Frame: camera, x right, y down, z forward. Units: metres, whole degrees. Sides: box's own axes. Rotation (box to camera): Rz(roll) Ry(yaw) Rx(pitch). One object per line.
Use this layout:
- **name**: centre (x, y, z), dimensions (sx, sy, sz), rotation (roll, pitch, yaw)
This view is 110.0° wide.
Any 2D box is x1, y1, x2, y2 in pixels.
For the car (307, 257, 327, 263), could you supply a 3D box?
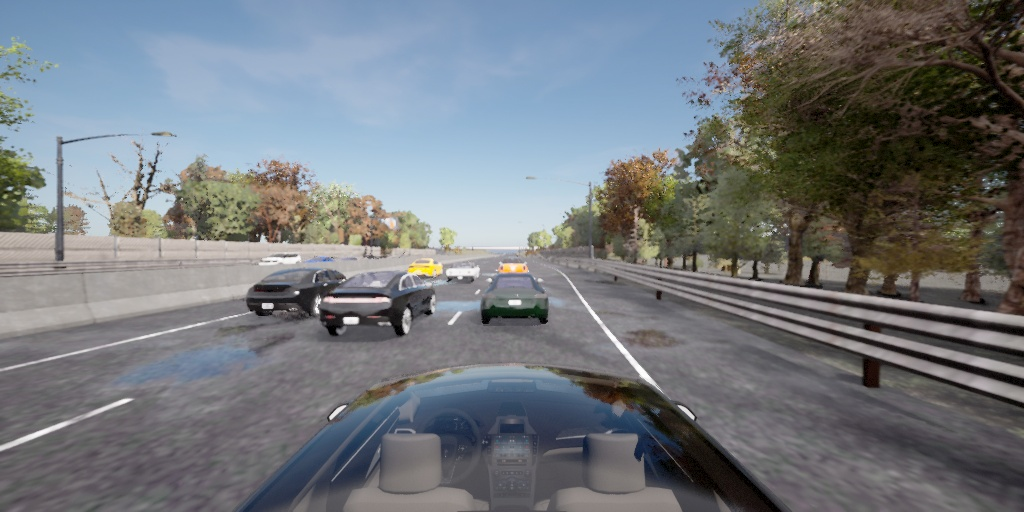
- **car**: centre (-24.570, 0.818, 46.028), dimensions (1.882, 1.535, 5.008), rotation (0, 0, 0)

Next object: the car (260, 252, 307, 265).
- **car**: centre (-28.049, 0.581, 43.763), dimensions (2.150, 2.045, 5.566), rotation (0, 0, 0)

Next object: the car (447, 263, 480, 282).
- **car**: centre (-3.418, 1.122, 25.874), dimensions (1.895, 1.301, 4.718), rotation (0, 1, 0)

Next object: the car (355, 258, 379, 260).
- **car**: centre (-17.581, 0.950, 45.104), dimensions (1.895, 1.301, 4.718), rotation (0, 0, 0)

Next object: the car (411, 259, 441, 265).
- **car**: centre (-6.910, 0.968, 29.097), dimensions (1.882, 1.535, 5.008), rotation (0, 1, 0)

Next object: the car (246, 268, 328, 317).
- **car**: centre (-6.913, 1.149, 12.570), dimensions (1.837, 1.490, 4.892), rotation (0, 0, 0)

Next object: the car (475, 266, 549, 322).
- **car**: centre (0.083, 1.218, 11.789), dimensions (1.994, 1.385, 4.181), rotation (0, 1, 0)

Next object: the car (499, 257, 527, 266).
- **car**: centre (0.085, 0.861, 27.214), dimensions (2.097, 1.767, 4.553), rotation (0, 1, 0)

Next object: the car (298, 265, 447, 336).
- **car**: centre (-3.422, 1.158, 10.062), dimensions (2.128, 1.511, 4.902), rotation (0, 0, 0)

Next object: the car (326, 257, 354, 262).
- **car**: centre (-21.072, 0.890, 45.903), dimensions (2.033, 1.411, 5.357), rotation (0, 0, 0)
